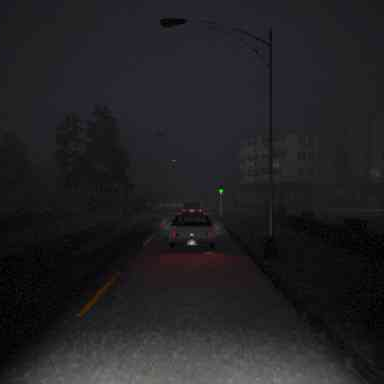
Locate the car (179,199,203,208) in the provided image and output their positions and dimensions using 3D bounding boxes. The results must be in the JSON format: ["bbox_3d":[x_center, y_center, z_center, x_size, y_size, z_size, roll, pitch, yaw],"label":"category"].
[{"bbox_3d":[0.000,1.562,29.650,2.033,1.411,5.357,0,0,0],"label":"car"}]

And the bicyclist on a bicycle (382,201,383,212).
[{"bbox_3d":[20.026,1.347,34.259,0.582,1.620,1.656,0,0,0],"label":"bicyclist on a bicycle"}]

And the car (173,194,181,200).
[{"bbox_3d":[-4.000,1.312,89.449,2.097,1.767,4.553,0,0,0],"label":"car"}]

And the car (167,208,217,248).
[{"bbox_3d":[0.000,1.615,14.680,1.895,1.301,4.718,0,0,0],"label":"car"}]
